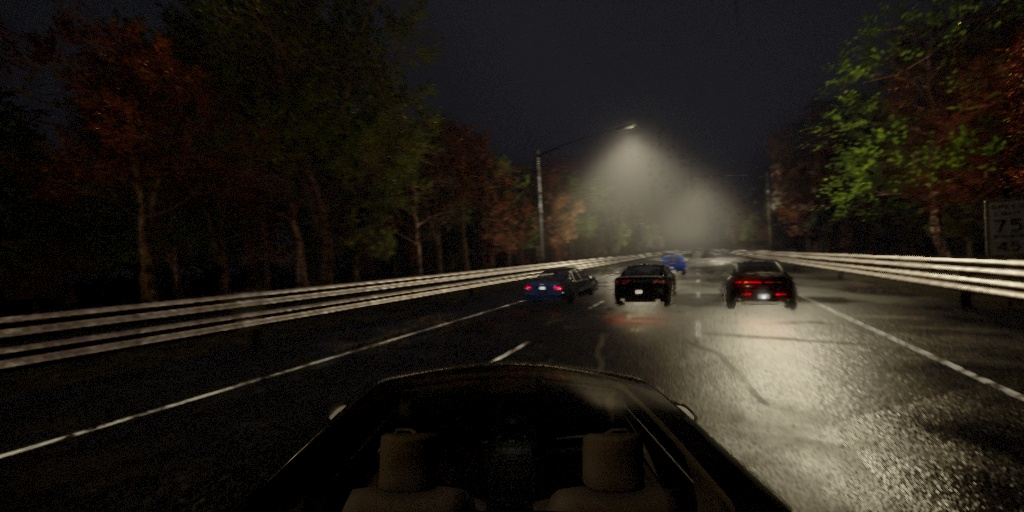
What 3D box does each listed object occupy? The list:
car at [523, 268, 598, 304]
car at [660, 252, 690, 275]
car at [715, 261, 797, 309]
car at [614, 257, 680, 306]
[{"bbox_3d":[2.310,1.235,15.941,2.033,1.411,5.357,-3,0,27],"label":"car"},{"bbox_3d":[13.260,0.705,29.510,1.882,1.535,5.008,-3,0,27],"label":"car"},{"bbox_3d":[8.522,0.905,12.724,1.837,1.490,4.892,-3,0,27],"label":"car"},{"bbox_3d":[5.424,1.020,14.352,1.882,1.535,5.008,-3,0,27],"label":"car"}]
